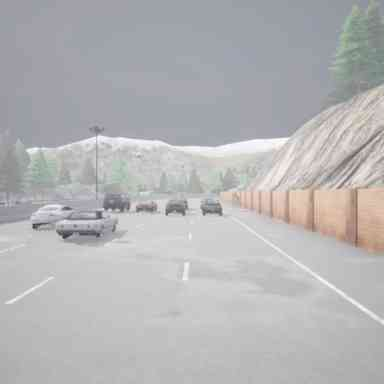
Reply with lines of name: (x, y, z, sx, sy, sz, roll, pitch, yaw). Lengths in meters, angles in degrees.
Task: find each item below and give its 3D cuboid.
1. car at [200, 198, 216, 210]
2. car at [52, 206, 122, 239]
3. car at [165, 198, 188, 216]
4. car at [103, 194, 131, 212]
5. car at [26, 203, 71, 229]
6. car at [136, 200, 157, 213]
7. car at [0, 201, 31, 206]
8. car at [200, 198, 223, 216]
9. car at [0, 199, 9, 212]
car: (2.036, 1.525, 43.116, 1.812, 1.442, 4.674, 0, 0, 1)
car: (-5.235, 1.601, 17.325, 1.895, 1.301, 4.718, 0, 0, 1)
car: (-1.571, 1.505, 32.804, 1.837, 1.490, 4.892, 0, 0, 0)
car: (-8.515, 1.219, 38.032, 2.150, 2.045, 5.566, 0, 0, 1)
car: (-8.691, 1.526, 21.554, 1.812, 1.442, 4.674, 0, 0, 0)
car: (-5.020, 1.601, 37.524, 1.895, 1.301, 4.718, 0, 0, 1)
car: (-19.130, 1.602, 36.686, 1.895, 1.301, 4.718, 0, 0, 1)
car: (1.929, 1.491, 32.708, 2.128, 1.511, 4.902, 0, 0, 1)
car: (-22.632, 1.547, 36.641, 2.033, 1.411, 5.357, 0, 0, 1)
